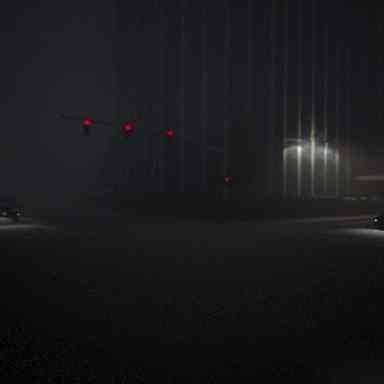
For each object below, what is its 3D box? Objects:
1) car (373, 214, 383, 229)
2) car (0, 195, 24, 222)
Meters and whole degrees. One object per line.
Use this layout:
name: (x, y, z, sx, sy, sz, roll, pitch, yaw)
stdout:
car: (14.721, 1.812, 23.084, 5.357, 1.411, 2.033, 1, 0, -35)
car: (-15.268, 1.251, 26.577, 2.150, 2.045, 5.566, 1, 0, -35)
